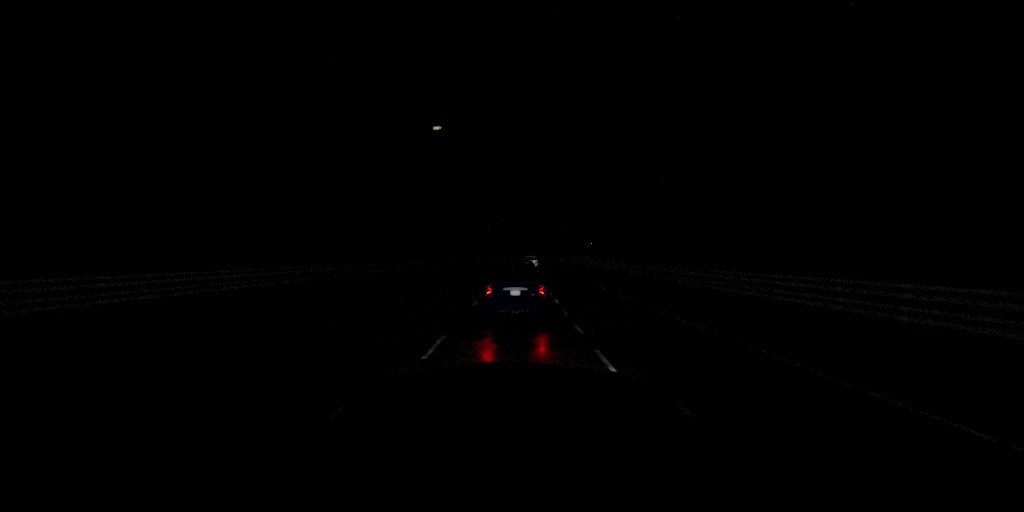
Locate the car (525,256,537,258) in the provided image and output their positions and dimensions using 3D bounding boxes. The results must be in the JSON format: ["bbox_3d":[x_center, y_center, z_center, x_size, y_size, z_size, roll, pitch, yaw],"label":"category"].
[{"bbox_3d":[2.835,1.007,52.576,2.150,2.045,5.566,0,0,6],"label":"car"}]

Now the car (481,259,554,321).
[{"bbox_3d":[0.155,1.107,12.710,2.097,1.767,4.553,0,0,1],"label":"car"}]
